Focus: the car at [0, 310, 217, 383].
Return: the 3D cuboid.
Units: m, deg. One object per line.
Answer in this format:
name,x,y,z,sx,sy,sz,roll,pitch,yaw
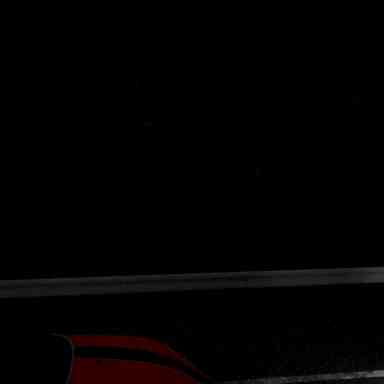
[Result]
car,-1.848,1.352,1.669,4.553,1.767,2.097,0,0,-6
